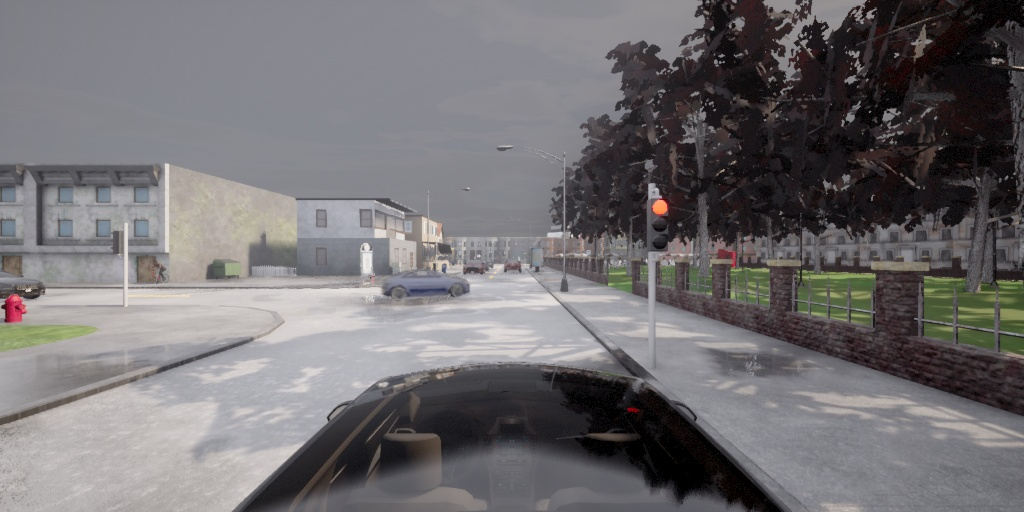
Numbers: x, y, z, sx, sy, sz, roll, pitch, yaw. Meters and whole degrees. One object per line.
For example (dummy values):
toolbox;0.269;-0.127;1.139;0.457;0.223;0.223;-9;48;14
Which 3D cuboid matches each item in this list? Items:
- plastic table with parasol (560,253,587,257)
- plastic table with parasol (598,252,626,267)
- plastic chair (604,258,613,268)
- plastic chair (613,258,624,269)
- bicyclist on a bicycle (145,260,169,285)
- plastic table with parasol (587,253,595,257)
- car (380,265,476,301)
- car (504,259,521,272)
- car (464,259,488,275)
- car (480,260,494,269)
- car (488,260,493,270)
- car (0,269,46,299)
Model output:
plastic table with parasol;9.959;0.684;57.757;2.482;2.480;2.482;0;0;-40
plastic table with parasol;15.279;0.694;55.020;2.482;2.480;2.482;0;0;-40
plastic chair;14.306;1.306;54.117;0.730;1.272;0.750;0;0;-35
plastic chair;16.012;1.296;54.021;0.750;1.272;0.730;0;0;-40
bicyclist on a bicycle;-23.867;1.098;24.144;0.582;1.620;1.656;0;0;0
plastic table with parasol;14.655;0.673;63.233;2.482;2.480;2.482;0;0;-42
car;-4.191;1.314;17.416;4.181;1.385;1.994;0;0;-24
car;0.092;1.105;46.655;2.097;1.767;4.553;0;0;0
car;-4.109;1.102;39.527;2.097;1.767;4.553;0;0;0
car;-4.087;1.314;58.893;1.994;1.385;4.181;0;0;0
car;-4.108;1.297;49.042;2.033;1.411;5.357;0;0;0
car;-23.655;1.254;15.746;4.892;1.490;1.837;0;0;0
